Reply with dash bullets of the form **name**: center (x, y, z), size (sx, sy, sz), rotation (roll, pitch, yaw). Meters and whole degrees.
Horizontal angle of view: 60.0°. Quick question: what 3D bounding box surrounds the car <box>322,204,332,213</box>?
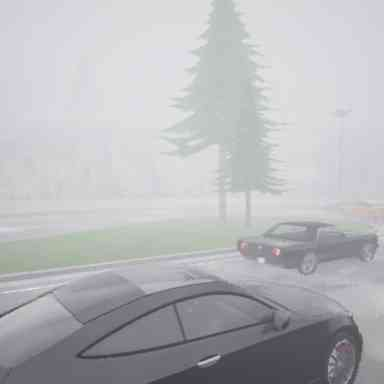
- **car**: center (16.397, 1.479, 34.295), size (2.033, 1.411, 5.357), rotation (0, 0, -45)

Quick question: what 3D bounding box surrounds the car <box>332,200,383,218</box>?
- **car**: center (13.670, 1.425, 25.956), size (1.882, 1.535, 5.008), rotation (1, 0, -16)

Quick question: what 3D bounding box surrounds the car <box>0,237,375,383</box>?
- **car**: center (-0.132, 1.519, 3.516), size (4.674, 1.442, 1.812), rotation (0, 0, -35)

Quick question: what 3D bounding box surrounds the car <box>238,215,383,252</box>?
- **car**: center (3.748, 1.581, 10.317), size (4.718, 1.301, 1.895), rotation (0, 0, -33)
